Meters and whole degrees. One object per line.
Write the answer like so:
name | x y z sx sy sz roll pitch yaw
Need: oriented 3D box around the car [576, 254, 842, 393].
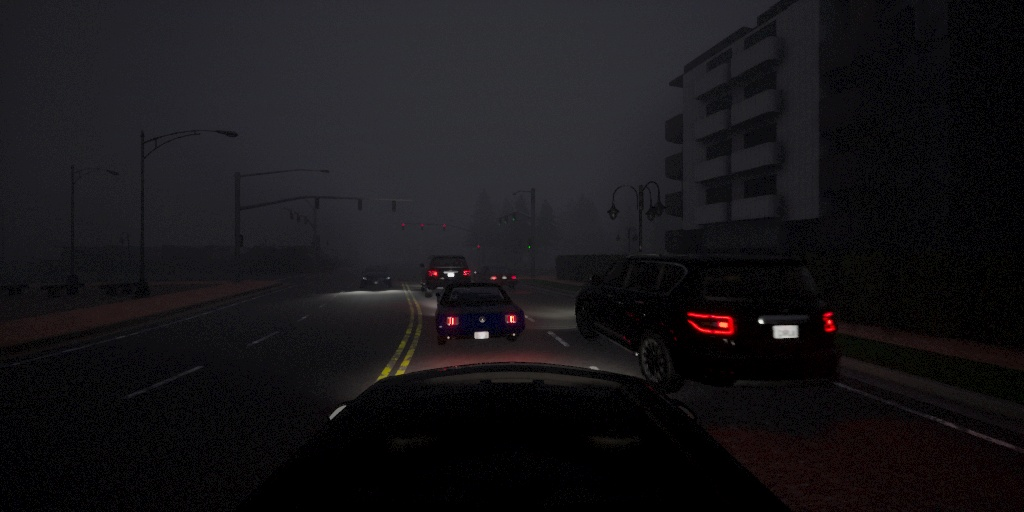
car | 2.948 0.975 6.929 2.150 2.045 5.566 0 0 -7

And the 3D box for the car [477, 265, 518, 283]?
car | -1.205 1.296 22.920 2.033 1.411 5.357 0 0 -18

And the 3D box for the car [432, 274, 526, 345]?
car | -1.078 1.351 9.590 1.895 1.301 4.718 0 0 -12

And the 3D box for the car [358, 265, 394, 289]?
car | -8.833 1.313 23.527 1.812 1.442 4.674 0 0 -19

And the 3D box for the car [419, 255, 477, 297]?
car | -3.614 0.971 19.025 2.150 2.045 5.566 0 0 -18
